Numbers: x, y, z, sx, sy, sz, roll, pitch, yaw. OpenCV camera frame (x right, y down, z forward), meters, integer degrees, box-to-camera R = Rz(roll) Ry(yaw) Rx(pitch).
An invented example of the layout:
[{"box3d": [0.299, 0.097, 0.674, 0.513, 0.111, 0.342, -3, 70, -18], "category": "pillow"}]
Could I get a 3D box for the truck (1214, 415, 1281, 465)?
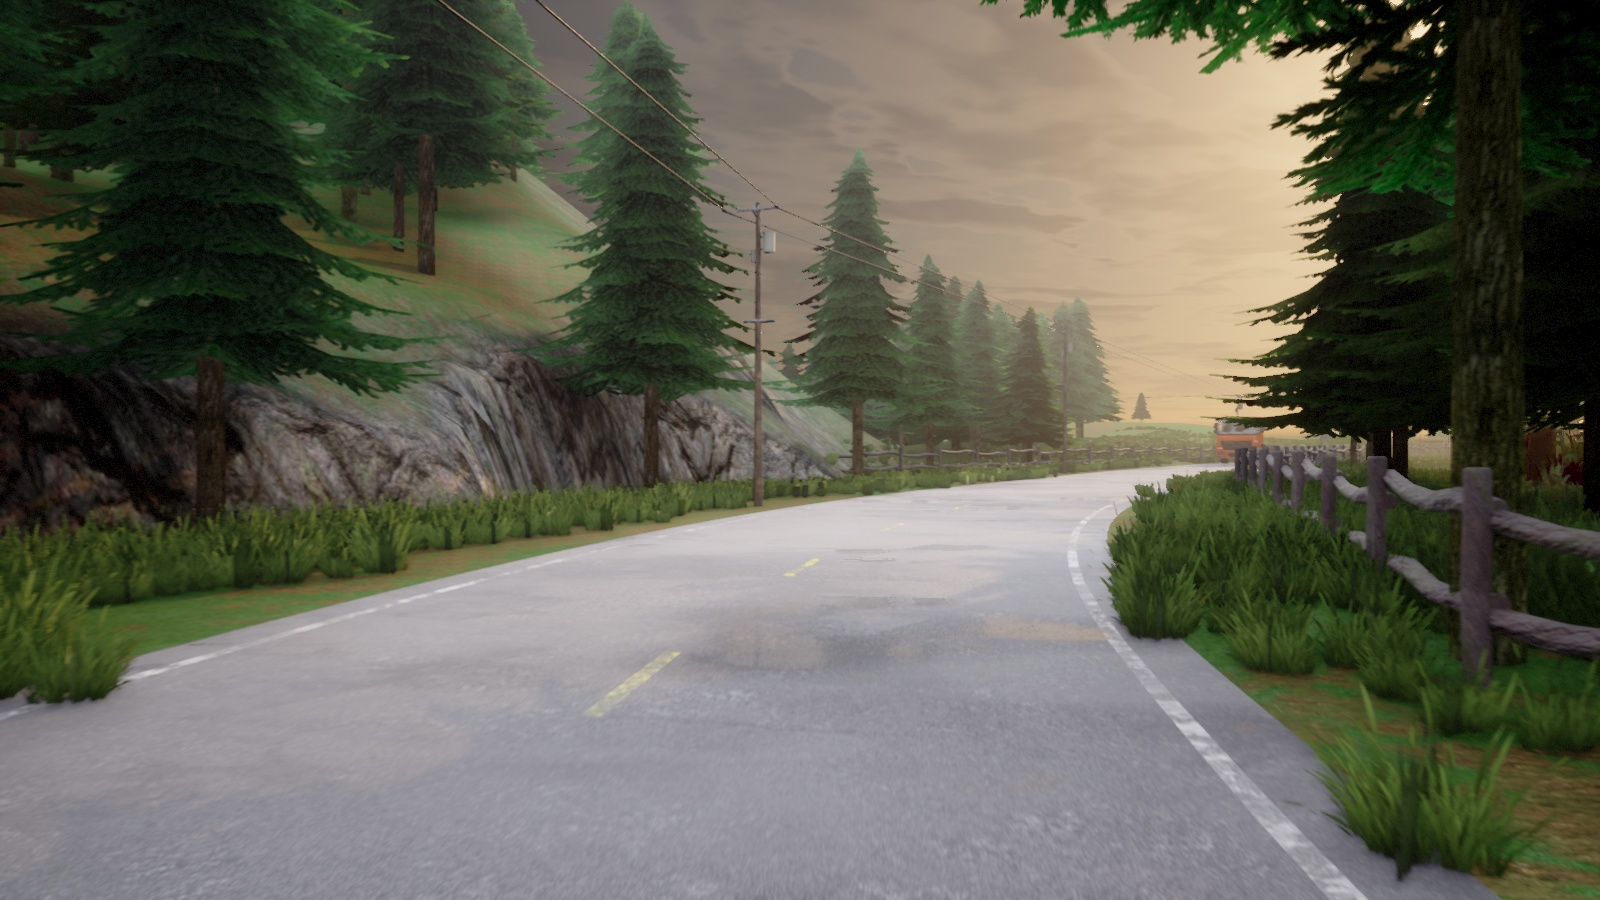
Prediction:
[{"box3d": [32.183, -0.712, 90.143, 2.891, 3.462, 7.936, 0, 0, 32], "category": "truck"}]
